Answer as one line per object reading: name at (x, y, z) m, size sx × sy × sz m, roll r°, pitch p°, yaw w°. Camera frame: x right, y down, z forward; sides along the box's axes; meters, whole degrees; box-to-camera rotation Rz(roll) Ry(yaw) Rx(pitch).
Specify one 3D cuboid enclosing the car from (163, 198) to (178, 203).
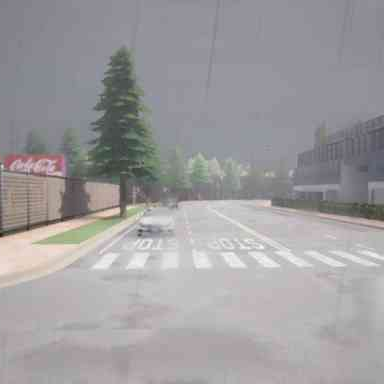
car at (-2.805, 1.494, 44.190) m, size 2.128 × 1.511 × 4.902 m, roll 0°, pitch 0°, yaw -2°

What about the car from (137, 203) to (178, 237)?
car at (-1.851, 1.539, 18.102) m, size 1.812 × 1.442 × 4.674 m, roll 0°, pitch 0°, yaw -2°
